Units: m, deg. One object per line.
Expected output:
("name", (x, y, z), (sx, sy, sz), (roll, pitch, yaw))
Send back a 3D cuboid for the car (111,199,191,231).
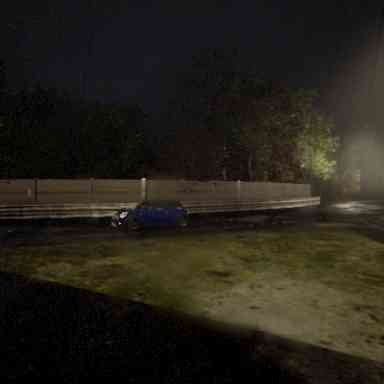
("car", (-2.446, 1.246, 19.827), (4.553, 1.767, 2.097), (0, 0, -27))
